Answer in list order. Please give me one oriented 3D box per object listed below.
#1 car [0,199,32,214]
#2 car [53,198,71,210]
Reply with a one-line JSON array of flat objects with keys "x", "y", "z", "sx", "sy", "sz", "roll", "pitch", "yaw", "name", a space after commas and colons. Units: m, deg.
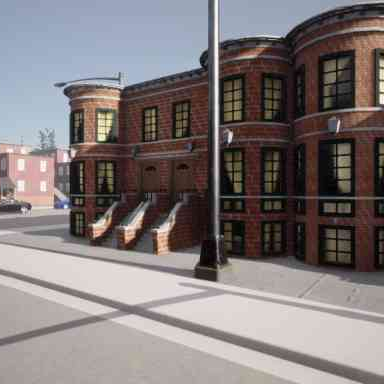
[{"x": -18.780, "y": 1.492, "z": 33.586, "sx": 2.128, "sy": 1.511, "sz": 4.902, "roll": 0, "pitch": 0, "yaw": 36, "name": "car"}, {"x": -15.740, "y": 1.478, "z": 43.847, "sx": 1.882, "sy": 1.535, "sz": 5.008, "roll": 0, "pitch": 0, "yaw": 35, "name": "car"}]
